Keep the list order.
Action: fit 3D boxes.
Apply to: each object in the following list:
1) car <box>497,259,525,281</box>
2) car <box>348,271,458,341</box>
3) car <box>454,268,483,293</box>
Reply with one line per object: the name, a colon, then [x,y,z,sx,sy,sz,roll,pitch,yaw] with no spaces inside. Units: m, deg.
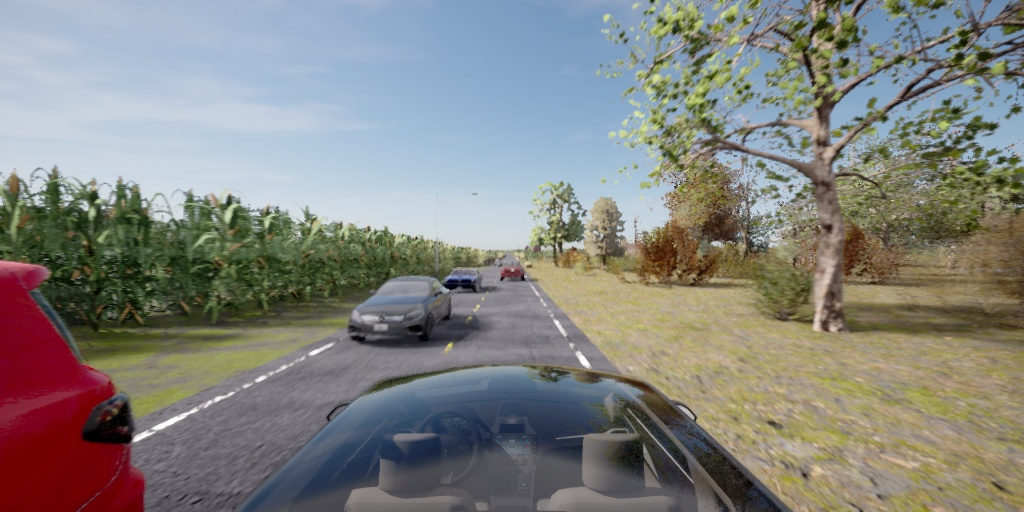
car: [0.048,1.200,31.824,2.097,1.767,4.553,0,0,0]
car: [-2.851,1.306,10.119,1.812,1.442,4.674,0,0,0]
car: [-2.848,1.418,21.701,1.895,1.301,4.718,0,0,0]
